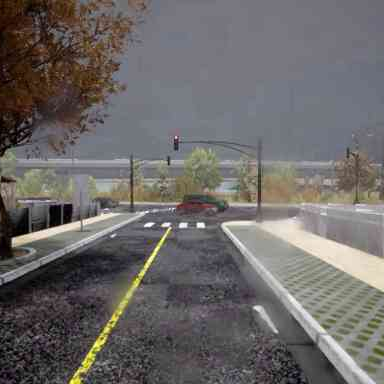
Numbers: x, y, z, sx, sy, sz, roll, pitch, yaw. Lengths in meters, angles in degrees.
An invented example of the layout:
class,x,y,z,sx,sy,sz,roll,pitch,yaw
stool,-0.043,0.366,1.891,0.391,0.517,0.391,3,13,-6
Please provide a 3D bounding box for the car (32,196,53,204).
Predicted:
class,x,y,z,sx,sy,sz,roll,pitch,yaw
car,-30.849,1.629,68.772,4.674,1.442,1.812,-1,2,36

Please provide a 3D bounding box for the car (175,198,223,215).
class,x,y,z,sx,sy,sz,roll,pitch,yaw
car,0.425,1.599,33.914,4.674,1.442,1.812,-1,-1,36

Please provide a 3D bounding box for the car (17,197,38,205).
class,x,y,z,sx,sy,sz,roll,pitch,yaw
car,-32.651,1.745,66.066,4.674,1.442,1.812,-1,2,36

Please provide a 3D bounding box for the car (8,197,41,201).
class,x,y,z,sx,sy,sz,roll,pitch,yaw
car,-27.234,1.707,53.998,4.553,1.767,2.097,0,2,36

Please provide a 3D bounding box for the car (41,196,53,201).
class,x,y,z,sx,sy,sz,roll,pitch,yaw
car,-24.985,1.750,56.389,4.892,1.490,1.837,-1,1,36

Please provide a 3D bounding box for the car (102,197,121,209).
class,x,y,z,sx,sy,sz,roll,pitch,yaw
car,-12.138,1.483,47.013,4.553,1.767,2.097,0,2,36

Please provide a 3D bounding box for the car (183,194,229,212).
class,x,y,z,sx,sy,sz,roll,pitch,yaw
car,1.364,1.236,37.193,5.566,2.045,2.150,-1,1,36

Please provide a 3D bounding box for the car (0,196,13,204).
class,x,y,z,sx,sy,sz,roll,pitch,yaw
car,-40.861,1.694,72.029,4.892,1.490,1.837,-1,2,36

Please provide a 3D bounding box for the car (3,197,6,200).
class,x,y,z,sx,sy,sz,roll,pitch,yaw
car,-38.072,1.617,65.981,4.674,1.442,1.812,-1,2,36

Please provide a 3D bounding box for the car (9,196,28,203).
class,x,y,z,sx,sy,sz,roll,pitch,yaw
car,-38.974,1.679,74.676,4.718,1.301,1.895,-1,2,36

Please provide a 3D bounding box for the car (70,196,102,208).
class,x,y,z,sx,sy,sz,roll,pitch,yaw
car,-14.941,1.739,45.041,4.902,1.511,2.128,0,2,36
